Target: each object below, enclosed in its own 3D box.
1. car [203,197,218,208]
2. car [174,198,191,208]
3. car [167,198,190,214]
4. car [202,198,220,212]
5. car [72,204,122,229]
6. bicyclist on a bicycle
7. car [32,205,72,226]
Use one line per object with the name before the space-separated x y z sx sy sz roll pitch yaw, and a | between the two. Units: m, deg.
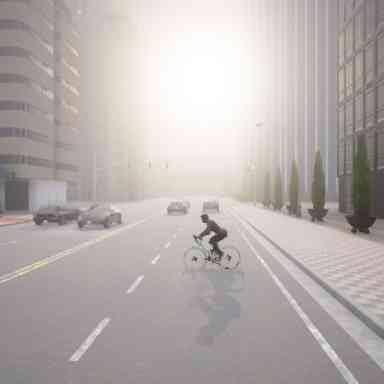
car | 2.773 1.546 49.148 2.033 1.411 5.357 0 0 4
car | -1.464 1.600 49.335 1.895 1.301 4.718 0 0 -8
car | -1.463 1.563 35.524 1.994 1.385 4.181 0 0 4
car | 2.244 1.491 39.236 2.128 1.511 4.902 0 0 4
car | -5.900 1.525 21.885 1.812 1.442 4.674 0 0 4
bicyclist on a bicycle | 0.551 1.445 9.530 1.656 1.620 0.582 -2 0 3
car | -9.295 1.600 23.633 1.895 1.301 4.718 0 0 4
